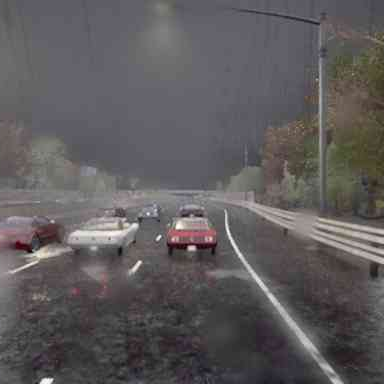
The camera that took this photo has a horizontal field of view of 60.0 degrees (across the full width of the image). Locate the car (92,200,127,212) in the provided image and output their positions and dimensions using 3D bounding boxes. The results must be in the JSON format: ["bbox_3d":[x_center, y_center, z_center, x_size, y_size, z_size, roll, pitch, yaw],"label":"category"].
[{"bbox_3d":[-7.001,1.783,29.290,2.128,1.511,4.902,0,0,0],"label":"car"}]

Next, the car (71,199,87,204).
[{"bbox_3d":[-24.515,2.257,73.915,1.882,1.535,5.008,0,-1,0],"label":"car"}]

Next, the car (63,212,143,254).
[{"bbox_3d":[-3.501,1.738,14.109,1.895,1.301,4.718,0,-1,0],"label":"car"}]

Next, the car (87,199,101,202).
[{"bbox_3d":[-21.015,2.319,73.915,2.033,1.411,5.357,0,-1,0],"label":"car"}]

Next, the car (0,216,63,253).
[{"bbox_3d":[-7.003,1.703,14.295,1.994,1.385,4.181,0,-1,0],"label":"car"}]

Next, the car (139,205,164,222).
[{"bbox_3d":[-3.505,1.834,28.990,2.033,1.411,5.357,0,-1,0],"label":"car"}]

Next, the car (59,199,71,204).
[{"bbox_3d":[-28.015,2.305,73.913,2.128,1.511,4.902,0,-1,0],"label":"car"}]

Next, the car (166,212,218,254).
[{"bbox_3d":[-0.001,1.737,14.114,1.895,1.301,4.718,0,-1,0],"label":"car"}]

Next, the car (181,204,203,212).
[{"bbox_3d":[0.000,1.770,29.481,1.882,1.535,5.008,0,0,0],"label":"car"}]
